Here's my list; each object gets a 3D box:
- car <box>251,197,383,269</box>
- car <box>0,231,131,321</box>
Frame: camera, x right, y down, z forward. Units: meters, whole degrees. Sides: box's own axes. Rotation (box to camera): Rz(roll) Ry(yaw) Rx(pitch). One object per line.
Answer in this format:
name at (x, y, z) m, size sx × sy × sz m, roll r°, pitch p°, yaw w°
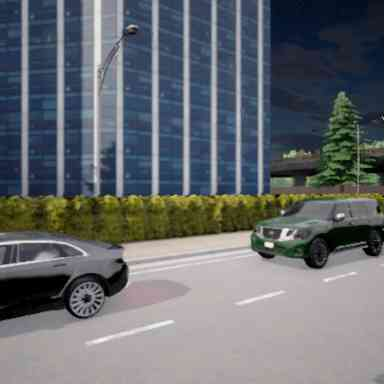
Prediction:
car at (4.549, 1.218, 11.503) m, size 5.566 × 2.045 × 2.150 m, roll 0°, pitch 0°, yaw -35°
car at (-3.497, 1.491, 5.792) m, size 4.902 × 1.511 × 2.128 m, roll 0°, pitch 0°, yaw -35°
